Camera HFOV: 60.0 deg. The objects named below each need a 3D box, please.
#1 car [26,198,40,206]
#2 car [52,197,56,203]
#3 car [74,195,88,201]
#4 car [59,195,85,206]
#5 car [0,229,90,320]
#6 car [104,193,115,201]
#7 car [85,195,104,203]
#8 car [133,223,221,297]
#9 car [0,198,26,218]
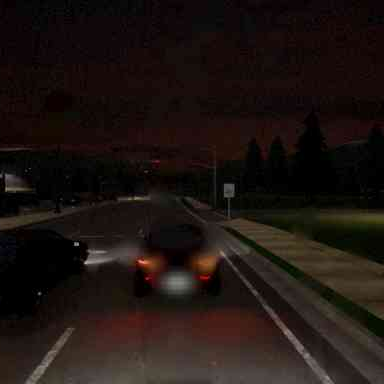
[{"bbox_3d":[-26.258,1.600,53.243,1.895,1.301,4.718,0,0,-1],"label":"car"},{"bbox_3d":[-26.913,1.355,67.938,2.097,1.767,4.553,0,0,-3],"label":"car"},{"bbox_3d":[-27.725,1.538,83.058,2.033,1.411,5.357,0,0,-3],"label":"car"},{"bbox_3d":[-19.172,1.351,53.057,2.097,1.767,4.553,0,0,-3],"label":"car"},{"bbox_3d":[-3.839,1.547,7.417,2.033,1.411,5.357,0,0,-3],"label":"car"},{"bbox_3d":[-20.691,1.223,82.603,2.150,2.045,5.566,0,0,-3],"label":"car"},{"bbox_3d":[-19.871,1.552,67.355,1.994,1.385,4.181,0,0,-3],"label":"car"},{"bbox_3d":[-0.390,1.526,8.492,1.812,1.442,4.674,0,0,-3],"label":"car"},{"bbox_3d":[-17.356,1.491,30.140,2.128,1.511,4.902,0,0,-5],"label":"car"}]
